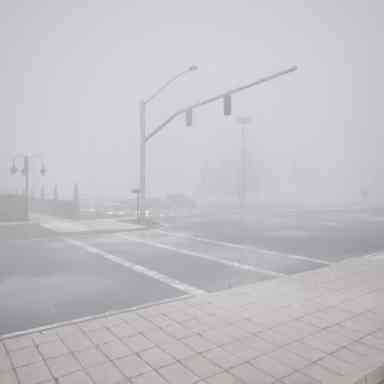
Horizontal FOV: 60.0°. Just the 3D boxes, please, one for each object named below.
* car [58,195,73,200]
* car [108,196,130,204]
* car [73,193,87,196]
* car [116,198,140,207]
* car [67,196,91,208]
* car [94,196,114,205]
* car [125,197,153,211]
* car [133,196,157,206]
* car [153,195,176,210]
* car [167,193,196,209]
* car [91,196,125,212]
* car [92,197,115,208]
[{"bbox_3d":[-21.796,1.504,55.787,1.837,1.490,4.892,0,0,-36],"label":"car"},{"bbox_3d":[-13.883,1.547,62.788,2.033,1.411,5.357,0,0,-36],"label":"car"},{"bbox_3d":[-19.693,1.221,58.855,2.150,2.045,5.566,0,0,-36],"label":"car"},{"bbox_3d":[-9.968,1.601,51.414,1.895,1.301,4.718,0,0,-36],"label":"car"},{"bbox_3d":[-15.853,1.601,47.604,1.895,1.301,4.718,0,0,-36],"label":"car"},{"bbox_3d":[-15.813,1.503,59.470,1.837,1.490,4.892,0,0,-36],"label":"car"},{"bbox_3d":[-7.496,1.547,42.092,2.033,1.411,5.357,0,0,-36],"label":"car"},{"bbox_3d":[-7.718,1.505,54.276,1.837,1.490,4.892,0,0,-36],"label":"car"},{"bbox_3d":[-4.551,1.505,43.991,1.837,1.490,4.892,0,0,-36],"label":"car"},{"bbox_3d":[-1.732,1.221,46.069,2.150,2.045,5.566,0,0,-36],"label":"car"},{"bbox_3d":[-10.077,1.526,39.694,1.812,1.442,4.674,0,0,-36],"label":"car"},{"bbox_3d":[-13.404,1.505,50.189,1.837,1.490,4.892,0,0,-36],"label":"car"}]
